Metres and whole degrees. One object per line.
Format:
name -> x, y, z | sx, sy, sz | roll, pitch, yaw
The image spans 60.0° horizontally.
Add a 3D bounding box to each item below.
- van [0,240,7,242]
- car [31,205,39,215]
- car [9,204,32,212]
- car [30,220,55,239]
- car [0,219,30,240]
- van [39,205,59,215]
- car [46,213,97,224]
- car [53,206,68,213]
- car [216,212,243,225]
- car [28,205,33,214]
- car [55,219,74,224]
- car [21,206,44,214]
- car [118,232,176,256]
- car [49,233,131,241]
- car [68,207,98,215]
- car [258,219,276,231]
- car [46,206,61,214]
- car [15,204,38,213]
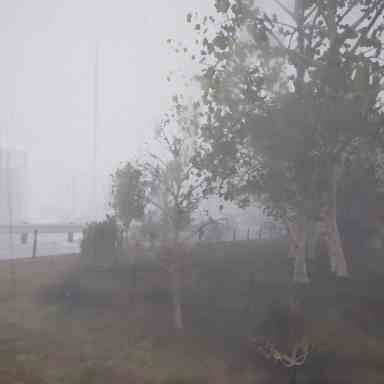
van -> -11.276, 4.443, 20.802 | 4.442, 1.987, 1.878 | 1, 1, 17
car -> -31.910, 4.110, 72.663 | 2.097, 1.535, 5.008 | 1, 1, 19
car -> -41.273, 3.850, 80.201 | 2.185, 1.767, 4.553 | 1, 1, 19
car -> -19.287, 4.216, 38.433 | 5.566, 2.045, 2.435 | 0, 0, 17
car -> -21.076, 4.216, 36.076 | 5.566, 2.045, 2.435 | 0, 0, 17
van -> -29.604, 3.921, 70.667 | 1.878, 1.987, 4.442 | 1, 1, 19
car -> -15.769, 4.215, 43.150 | 5.566, 2.045, 2.435 | 0, 0, 17
car -> -24.818, 4.207, 67.213 | 1.946, 1.575, 5.366 | 0, 1, 19
car -> 5.813, 4.267, 53.700 | 2.150, 2.045, 5.566 | 0, -1, -31
car -> -34.279, 3.951, 74.507 | 2.185, 1.767, 4.553 | 0, 1, 19
car -> -17.501, 4.496, 40.802 | 4.792, 1.488, 2.163 | 0, 0, 17
car -> -36.607, 4.083, 76.415 | 2.002, 1.452, 4.674 | 0, 1, 19
car -> -4.064, 4.695, 30.475 | 4.792, 1.488, 2.163 | 1, 1, 17
car -> -7.765, 4.414, 25.646 | 5.566, 2.045, 2.435 | 1, 1, 17
car -> -20.173, 4.031, 63.261 | 2.435, 2.045, 5.566 | 1, 1, 18
car -> 9.442, 4.125, 41.936 | 1.837, 1.490, 4.892 | 1, -3, 7
car -> -27.230, 4.219, 68.906 | 2.002, 1.452, 4.674 | 0, 1, 19
car -> -38.932, 3.883, 78.322 | 2.185, 1.767, 4.553 | 1, 1, 19
